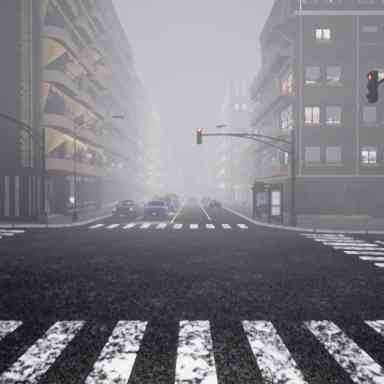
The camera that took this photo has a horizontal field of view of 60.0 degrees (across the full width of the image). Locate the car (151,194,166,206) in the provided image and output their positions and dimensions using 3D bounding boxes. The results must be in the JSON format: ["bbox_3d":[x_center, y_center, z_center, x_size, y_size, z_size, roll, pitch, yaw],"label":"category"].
[{"bbox_3d":[-5.733,1.307,57.395,2.192,1.841,5.009,0,0,0],"label":"car"}]

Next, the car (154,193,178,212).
[{"bbox_3d":[-3.114,1.346,38.913,2.097,1.767,4.553,0,0,0],"label":"car"}]

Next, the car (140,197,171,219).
[{"bbox_3d":[-3.108,1.473,29.285,1.882,1.535,5.008,0,0,-1],"label":"car"}]

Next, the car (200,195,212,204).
[{"bbox_3d":[2.644,1.431,63.035,1.967,1.590,4.097,0,0,0],"label":"car"}]

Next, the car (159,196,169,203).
[{"bbox_3d":[-5.740,1.516,68.503,1.752,1.417,4.829,0,0,0],"label":"car"}]

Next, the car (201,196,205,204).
[{"bbox_3d":[2.656,1.538,46.118,1.887,1.381,4.507,0,0,0],"label":"car"}]

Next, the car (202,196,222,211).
[{"bbox_3d":[2.660,1.544,40.480,2.008,1.369,4.403,0,0,0],"label":"car"}]

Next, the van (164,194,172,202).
[{"bbox_3d":[-5.748,1.330,79.951,1.690,1.788,3.998,0,0,0],"label":"van"}]

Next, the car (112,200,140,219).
[{"bbox_3d":[-5.713,1.435,29.202,1.967,1.590,4.097,0,0,0],"label":"car"}]

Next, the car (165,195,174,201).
[{"bbox_3d":[-5.751,1.538,85.590,2.008,1.369,4.403,0,0,0],"label":"car"}]

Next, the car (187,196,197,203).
[{"bbox_3d":[0.051,1.554,69.704,1.994,1.385,4.181,0,0,0],"label":"car"}]
